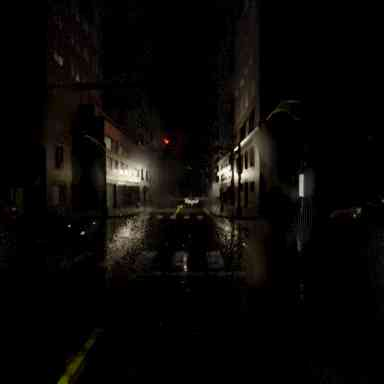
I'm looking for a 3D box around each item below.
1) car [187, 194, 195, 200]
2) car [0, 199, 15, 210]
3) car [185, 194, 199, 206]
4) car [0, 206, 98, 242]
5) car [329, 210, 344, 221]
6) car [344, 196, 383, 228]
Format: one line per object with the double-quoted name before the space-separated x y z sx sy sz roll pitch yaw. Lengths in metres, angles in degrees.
"car" -0.213 1.151 76.600 1.812 1.442 4.674 0 0 0
"car" -14.668 1.322 23.830 4.097 1.590 1.967 0 0 0
"car" -0.031 1.378 48.425 1.895 1.301 4.718 0 0 0
"car" -6.798 1.531 16.027 4.718 1.301 1.895 0 0 29
"car" 12.356 1.414 23.624 4.829 1.417 1.752 0 0 0
"car" 13.065 1.127 21.050 5.566 2.045 2.150 0 0 0
